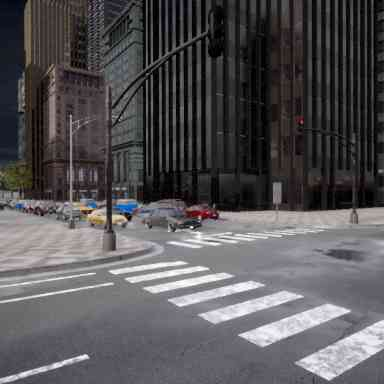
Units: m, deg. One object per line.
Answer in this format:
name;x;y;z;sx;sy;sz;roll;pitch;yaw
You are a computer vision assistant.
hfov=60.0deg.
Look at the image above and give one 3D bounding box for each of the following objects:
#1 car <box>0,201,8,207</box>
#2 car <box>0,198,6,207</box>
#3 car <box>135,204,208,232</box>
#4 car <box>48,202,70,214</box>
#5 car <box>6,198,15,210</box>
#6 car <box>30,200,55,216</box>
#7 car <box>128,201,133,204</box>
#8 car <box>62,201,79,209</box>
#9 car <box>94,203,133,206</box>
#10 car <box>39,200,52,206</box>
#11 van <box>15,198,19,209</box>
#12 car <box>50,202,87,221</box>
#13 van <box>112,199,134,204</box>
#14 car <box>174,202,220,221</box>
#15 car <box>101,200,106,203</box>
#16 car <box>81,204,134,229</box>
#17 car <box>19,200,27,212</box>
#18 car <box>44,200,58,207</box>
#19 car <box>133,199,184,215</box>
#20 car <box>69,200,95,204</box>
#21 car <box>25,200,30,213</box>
car;-44.502;2.769;77.998;1.802;1.307;4.206;-1;0;-35
car;-41.381;2.665;73.620;1.887;1.381;4.507;-1;0;-35
car;-1.565;1.793;22.397;2.033;1.411;5.357;0;-1;-36
car;-18.652;2.171;46.433;1.812;1.442;4.674;0;-1;-35
car;-32.015;2.352;60.486;1.967;1.590;4.097;-1;0;-35
car;-17.729;1.899;40.452;2.192;1.841;5.009;-1;0;-35
car;-5.324;2.003;37.774;1.802;1.307;4.206;-1;0;-35
car;-22.762;2.405;62.199;1.802;1.307;4.206;-1;0;-35
car;-7.133;1.978;30.204;1.895;1.301;4.718;0;-1;-36
car;-34.846;2.658;79.141;1.947;1.339;4.313;-1;0;-35
van;-26.239;2.121;52.385;1.690;1.788;3.998;-1;0;-35
car;-12.049;2.003;32.496;2.008;1.369;4.403;-1;0;-35
van;-8.279;1.831;41.919;1.690;1.788;3.998;-1;0;-35
car;0.573;1.827;29.484;1.887;1.381;4.507;-1;0;-35
car;-11.228;1.874;46.064;2.192;1.841;5.009;-1;0;-35
car;-6.277;1.842;24.403;1.752;1.417;4.829;-1;0;-35
car;-23.400;2.155;48.407;1.967;1.590;4.097;-1;0;-35
car;-31.824;2.593;74.905;1.947;1.339;4.313;-1;0;-35
car;-3.139;1.682;30.117;2.097;1.767;4.553;0;-1;-36
car;-12.801;1.987;38.168;1.882;1.535;5.008;0;-1;-35
car;-20.561;2.195;44.430;1.887;1.381;4.507;-1;0;-35
